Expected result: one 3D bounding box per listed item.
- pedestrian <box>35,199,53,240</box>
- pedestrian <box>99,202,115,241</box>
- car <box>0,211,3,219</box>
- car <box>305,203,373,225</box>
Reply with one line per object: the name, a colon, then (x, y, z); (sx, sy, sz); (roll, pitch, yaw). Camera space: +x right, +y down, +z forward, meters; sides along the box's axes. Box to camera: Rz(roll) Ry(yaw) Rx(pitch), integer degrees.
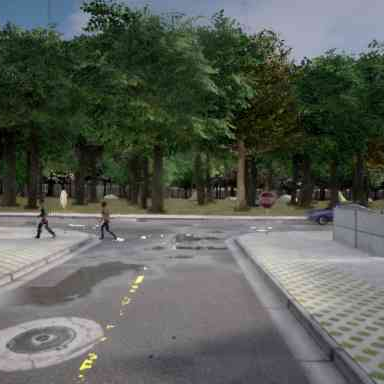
pedestrian: (-6.453, 1.135, 14.430); (0.375, 1.860, 0.375); (-1, 1, 0)
pedestrian: (-3.875, 1.287, 15.052); (0.375, 1.860, 0.375); (-1, 1, 0)
car: (-14.558, 1.380, 20.764); (4.718, 1.301, 1.895); (1, 1, 0)
car: (10.486, 1.548, 23.557); (4.674, 1.442, 1.812); (0, 1, 0)
